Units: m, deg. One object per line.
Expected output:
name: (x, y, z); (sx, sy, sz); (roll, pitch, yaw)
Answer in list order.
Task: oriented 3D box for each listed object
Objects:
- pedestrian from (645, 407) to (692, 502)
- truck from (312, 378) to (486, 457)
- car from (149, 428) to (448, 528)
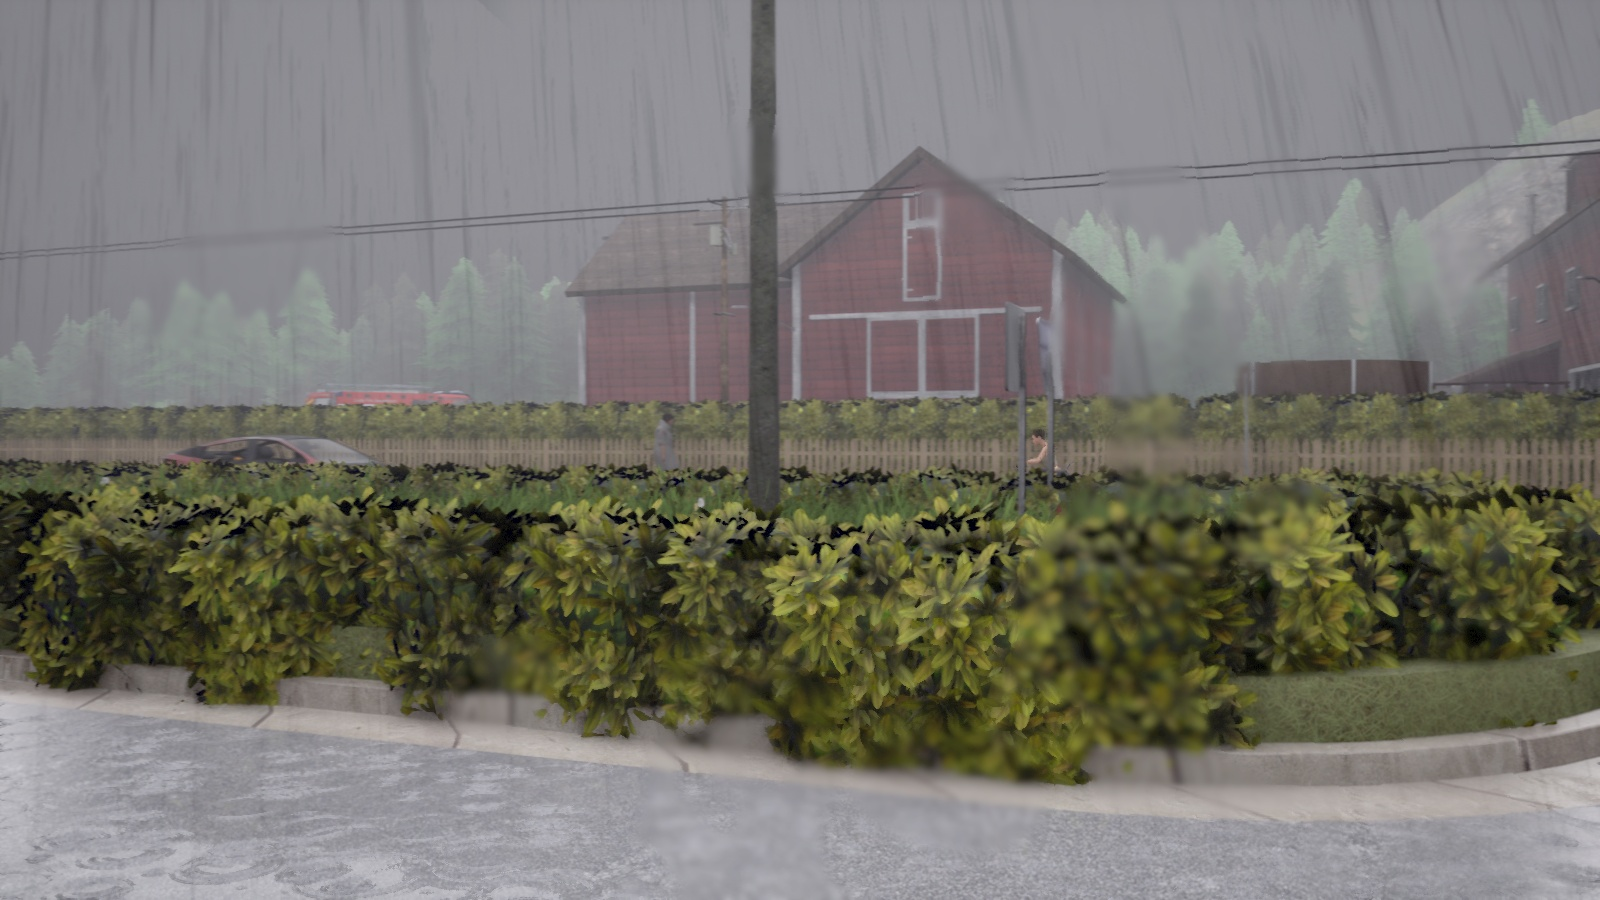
pedestrian: (-2.752, 0.082, 26.293); (0.873, 1.952, 0.659); (0, 1, 4)
truck: (-20.621, -1.626, 65.125); (2.891, 3.827, 8.468); (1, 1, 38)
car: (-8.429, 0.413, 21.132); (4.514, 1.525, 2.007); (1, 1, 21)
